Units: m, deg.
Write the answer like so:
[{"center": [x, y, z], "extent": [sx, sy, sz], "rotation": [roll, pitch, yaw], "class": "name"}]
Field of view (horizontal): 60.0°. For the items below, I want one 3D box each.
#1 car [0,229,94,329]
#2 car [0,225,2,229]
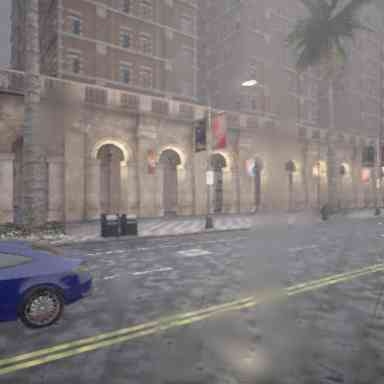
[{"center": [-4.006, 1.525, 5.427], "extent": [4.674, 1.442, 1.812], "rotation": [0, 0, -35], "class": "car"}, {"center": [-7.319, 1.217, 7.367], "extent": [5.566, 2.045, 2.150], "rotation": [0, 0, -35], "class": "car"}]
